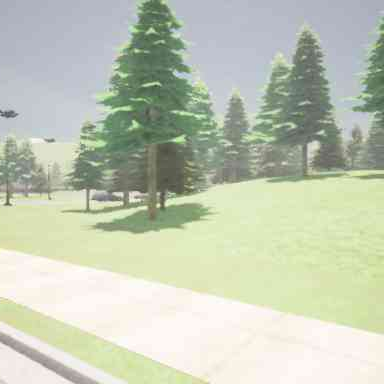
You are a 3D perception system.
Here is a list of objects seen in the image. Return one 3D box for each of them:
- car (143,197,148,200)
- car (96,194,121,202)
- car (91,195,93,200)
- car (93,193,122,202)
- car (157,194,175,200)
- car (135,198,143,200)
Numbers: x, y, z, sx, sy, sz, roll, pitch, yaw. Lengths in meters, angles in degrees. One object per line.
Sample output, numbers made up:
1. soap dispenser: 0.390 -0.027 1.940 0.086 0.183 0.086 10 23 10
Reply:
1. car: -8.202 1.090 74.569 1.994 1.385 4.181 1 0 36
2. car: -15.995 1.110 63.889 1.994 1.385 4.181 1 0 36
3. car: -17.937 0.868 67.155 2.097 1.767 4.553 1 0 36
4. car: -14.723 1.086 59.691 1.837 1.490 4.892 1 1 36
5. car: -5.620 1.093 72.169 1.812 1.442 4.674 1 0 36
6. car: -11.274 1.030 76.296 1.812 1.442 4.674 1 0 36
